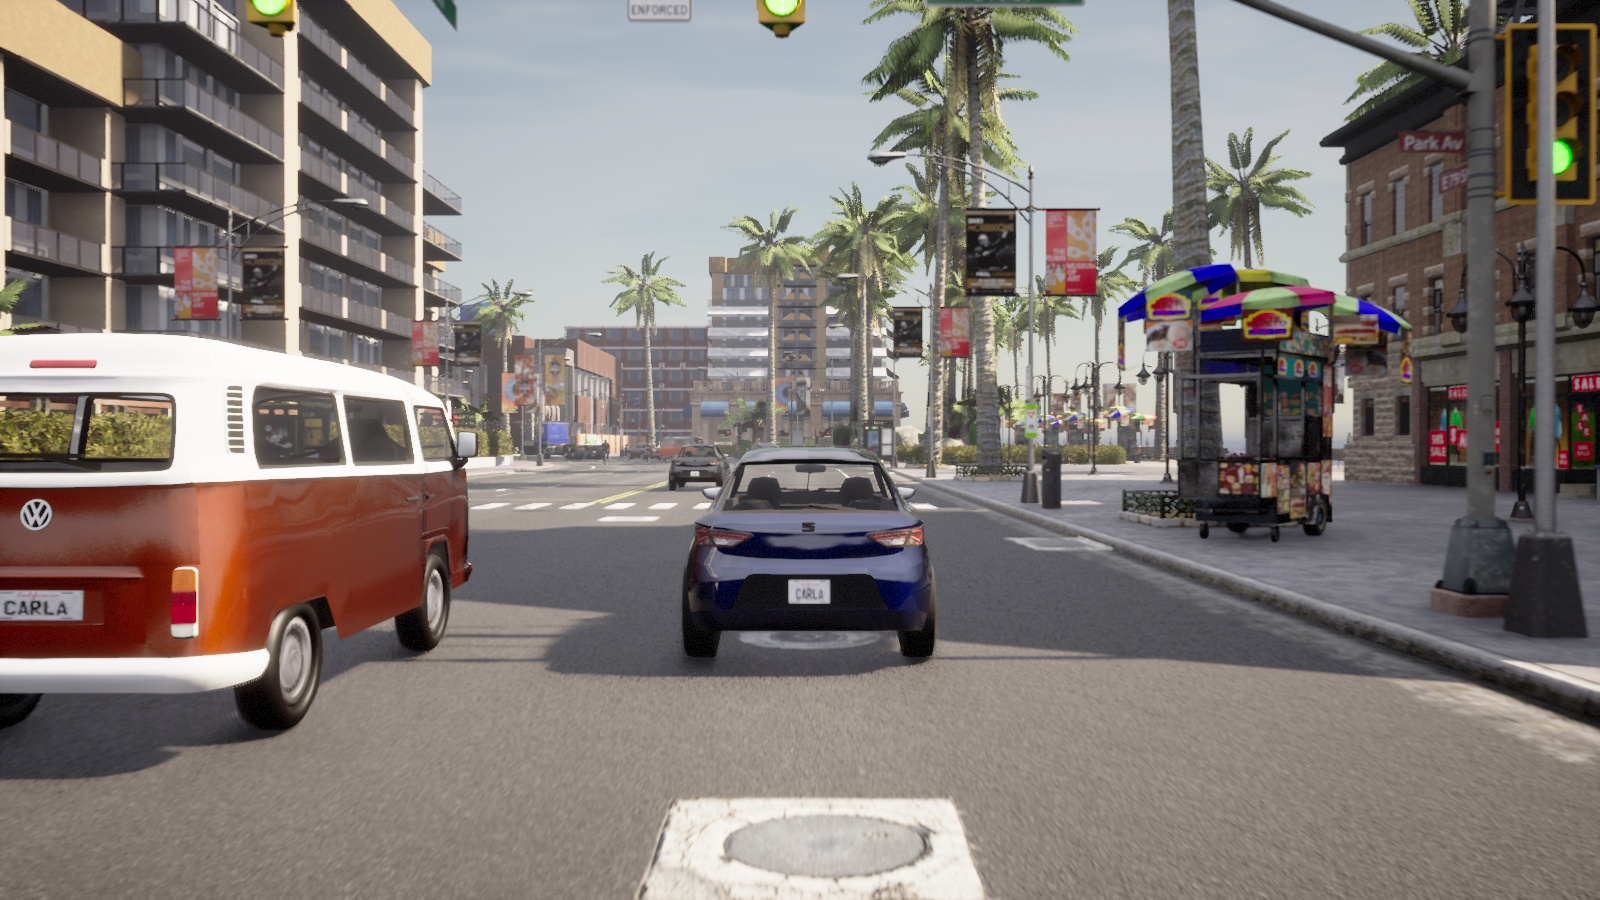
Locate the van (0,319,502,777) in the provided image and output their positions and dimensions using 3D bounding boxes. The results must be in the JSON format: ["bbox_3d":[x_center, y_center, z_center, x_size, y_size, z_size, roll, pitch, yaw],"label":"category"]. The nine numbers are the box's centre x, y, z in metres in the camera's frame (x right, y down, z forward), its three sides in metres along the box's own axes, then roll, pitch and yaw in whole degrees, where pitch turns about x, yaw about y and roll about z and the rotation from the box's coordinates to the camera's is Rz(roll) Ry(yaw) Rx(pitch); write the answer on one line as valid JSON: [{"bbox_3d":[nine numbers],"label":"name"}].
[{"bbox_3d":[-3.440,0.423,7.829,2.069,2.038,4.480,0,0,0],"label":"van"}]

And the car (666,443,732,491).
[{"bbox_3d":[-3.251,0.525,41.122,1.816,1.474,4.193,0,0,0],"label":"car"}]

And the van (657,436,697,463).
[{"bbox_3d":[-9.493,-0.054,96.672,1.775,1.987,4.442,0,0,-23],"label":"van"}]

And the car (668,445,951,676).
[{"bbox_3d":[0.073,0.703,10.151,1.816,1.474,4.193,0,0,0],"label":"car"}]
